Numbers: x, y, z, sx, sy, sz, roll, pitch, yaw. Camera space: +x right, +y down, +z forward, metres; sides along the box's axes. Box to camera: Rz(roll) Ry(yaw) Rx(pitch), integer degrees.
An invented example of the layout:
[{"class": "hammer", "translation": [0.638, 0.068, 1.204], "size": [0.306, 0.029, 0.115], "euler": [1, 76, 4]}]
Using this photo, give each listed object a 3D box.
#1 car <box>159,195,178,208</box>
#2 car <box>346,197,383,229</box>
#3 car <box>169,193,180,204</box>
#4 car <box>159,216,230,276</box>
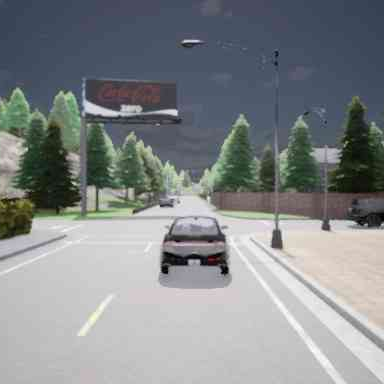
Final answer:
[{"class": "car", "translation": [-3.564, 1.537, 47.613], "size": [2.033, 1.411, 5.357], "euler": [0, 0, 0]}, {"class": "car", "translation": [13.610, 1.392, 22.800], "size": [5.566, 2.045, 2.150], "euler": [0, 0, 5]}, {"class": "car", "translation": [-3.487, 1.207, 64.597], "size": [2.150, 2.045, 5.566], "euler": [0, 0, 0]}, {"class": "car", "translation": [0.126, 1.487, 10.388], "size": [2.128, 1.511, 4.902], "euler": [0, 0, 2]}]
